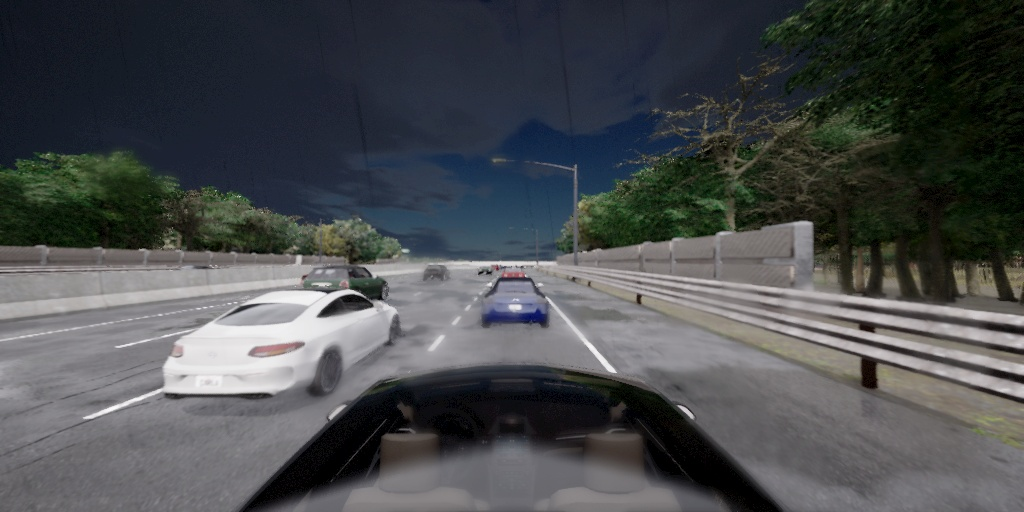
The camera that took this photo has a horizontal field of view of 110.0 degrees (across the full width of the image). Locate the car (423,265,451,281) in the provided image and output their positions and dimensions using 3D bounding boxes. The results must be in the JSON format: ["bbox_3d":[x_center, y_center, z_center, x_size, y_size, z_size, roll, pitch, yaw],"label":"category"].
[{"bbox_3d":[-6.896,1.540,33.228,1.837,1.490,4.892,0,-1,0],"label":"car"}]

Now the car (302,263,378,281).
[{"bbox_3d":[-6.898,1.174,15.113,2.097,1.767,4.553,0,0,0],"label":"car"}]

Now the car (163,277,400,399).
[{"bbox_3d":[-3.499,1.294,6.447,1.812,1.442,4.674,0,0,0],"label":"car"}]

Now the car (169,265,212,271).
[{"bbox_3d":[-31.590,1.596,35.254,1.812,1.442,4.674,0,-1,0],"label":"car"}]

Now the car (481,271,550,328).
[{"bbox_3d":[0.101,1.360,11.627,1.994,1.385,4.181,0,0,0],"label":"car"}]

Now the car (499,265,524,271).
[{"bbox_3d":[0.110,1.595,30.547,1.895,1.301,4.718,0,-1,0],"label":"car"}]

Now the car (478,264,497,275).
[{"bbox_3d":[-3.495,1.937,49.158,1.895,1.301,4.718,0,-1,0],"label":"car"}]
